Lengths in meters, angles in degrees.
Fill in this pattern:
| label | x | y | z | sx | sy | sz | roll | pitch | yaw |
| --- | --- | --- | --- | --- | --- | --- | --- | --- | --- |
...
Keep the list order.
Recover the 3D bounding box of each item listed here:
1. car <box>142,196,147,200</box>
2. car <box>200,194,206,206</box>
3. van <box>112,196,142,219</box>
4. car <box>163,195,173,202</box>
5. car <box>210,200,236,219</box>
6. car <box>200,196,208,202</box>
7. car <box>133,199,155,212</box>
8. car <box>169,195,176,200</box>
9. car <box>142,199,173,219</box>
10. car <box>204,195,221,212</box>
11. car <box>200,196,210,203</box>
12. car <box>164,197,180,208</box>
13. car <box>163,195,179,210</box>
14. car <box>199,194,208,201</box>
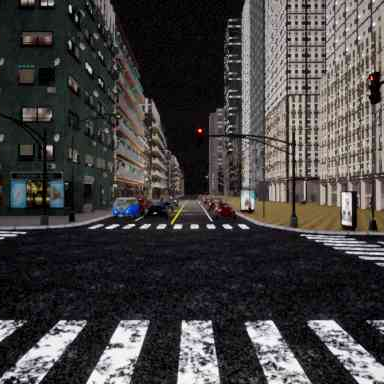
| label | x | y | z | sx | sy | sz | roll | pitch | yaw |
| --- | --- | --- | --- | --- | --- | --- | --- | --- | --- |
| car | -5.626 | 1.327 | 33.962 | 2.192 | 1.841 | 5.009 | 0 | 0 | 0 |
| car | 2.791 | 1.468 | 56.057 | 1.967 | 1.590 | 4.097 | 0 | 0 | 0 |
| van | -5.635 | 1.351 | 28.434 | 1.690 | 1.788 | 3.998 | 0 | 0 | 0 |
| car | -5.553 | 1.492 | 78.182 | 1.967 | 1.590 | 4.097 | 0 | 0 | 0 |
| car | 2.744 | 1.592 | 28.419 | 1.802 | 1.307 | 4.206 | 0 | 0 | 0 |
| car | 2.827 | 1.634 | 78.167 | 1.802 | 1.307 | 4.206 | 0 | 0 | 0 |
| car | -5.618 | 1.560 | 39.490 | 1.887 | 1.381 | 4.507 | 0 | 0 | 0 |
| car | -5.526 | 1.639 | 94.765 | 1.947 | 1.339 | 4.313 | 0 | 0 | 0 |
| car | -3.051 | 1.574 | 29.455 | 1.994 | 1.385 | 4.181 | 0 | 0 | 0 |
| car | 2.764 | 1.456 | 39.475 | 1.967 | 1.590 | 4.097 | 0 | 0 | 0 |
| car | 2.818 | 1.590 | 72.640 | 1.887 | 1.381 | 4.507 | 0 | 0 | 0 |
| car | -3.005 | 1.571 | 50.914 | 2.033 | 1.411 | 5.357 | 0 | 0 | 0 |
| car | -3.034 | 1.507 | 39.478 | 2.128 | 1.511 | 4.902 | 0 | 0 | 0 |
| car | 2.838 | 1.373 | 83.695 | 2.192 | 1.841 | 5.009 | 0 | 0 | 0 |
